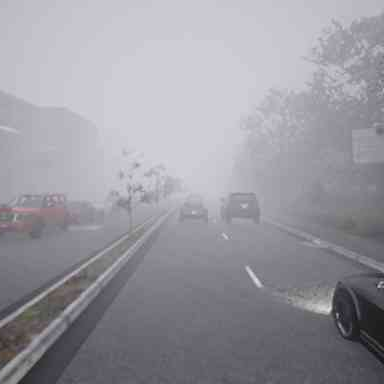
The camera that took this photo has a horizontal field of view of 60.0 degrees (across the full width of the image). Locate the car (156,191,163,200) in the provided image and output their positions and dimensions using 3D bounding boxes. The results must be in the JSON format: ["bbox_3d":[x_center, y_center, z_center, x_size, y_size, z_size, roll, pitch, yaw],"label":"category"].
[{"bbox_3d":[-7.527,0.805,65.303,2.163,1.488,4.792,0,1,3],"label":"car"}]

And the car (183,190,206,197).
[{"bbox_3d":[0.379,0.956,41.632,2.097,1.767,4.553,0,1,2],"label":"car"}]

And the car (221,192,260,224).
[{"bbox_3d":[3.273,1.017,23.239,2.150,2.045,5.566,0,1,1],"label":"car"}]

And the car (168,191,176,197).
[{"bbox_3d":[-6.145,0.518,83.305,1.946,1.575,5.366,0,1,7],"label":"car"}]

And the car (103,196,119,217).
[{"bbox_3d":[-7.948,1.267,28.075,2.002,1.452,4.674,0,1,0],"label":"car"}]

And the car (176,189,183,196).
[{"bbox_3d":[-4.721,0.359,94.540,2.231,1.521,4.892,0,1,9],"label":"car"}]

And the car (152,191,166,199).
[{"bbox_3d":[-7.115,0.674,72.331,1.946,1.575,5.366,0,1,5],"label":"car"}]

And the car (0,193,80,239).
[{"bbox_3d":[-8.017,1.087,16.949,2.435,2.045,5.566,0,1,0],"label":"car"}]

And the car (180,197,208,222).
[{"bbox_3d":[0.117,1.347,24.546,1.994,1.385,4.181,0,1,0],"label":"car"}]

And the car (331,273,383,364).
[{"bbox_3d":[3.252,1.533,3.739,1.994,1.385,4.181,0,0,0],"label":"car"}]

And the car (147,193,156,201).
[{"bbox_3d":[-7.776,0.904,55.708,2.097,1.535,5.008,0,1,1],"label":"car"}]

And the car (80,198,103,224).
[{"bbox_3d":[-7.982,1.314,22.496,2.163,1.488,4.792,0,1,0],"label":"car"}]

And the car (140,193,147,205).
[{"bbox_3d":[-7.845,1.041,44.717,2.231,1.521,4.892,0,1,0],"label":"car"}]

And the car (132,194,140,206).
[{"bbox_3d":[-7.879,1.145,39.167,2.002,1.452,4.674,0,1,0],"label":"car"}]

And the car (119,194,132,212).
[{"bbox_3d":[-7.913,1.197,33.590,2.163,1.488,4.792,0,1,0],"label":"car"}]
